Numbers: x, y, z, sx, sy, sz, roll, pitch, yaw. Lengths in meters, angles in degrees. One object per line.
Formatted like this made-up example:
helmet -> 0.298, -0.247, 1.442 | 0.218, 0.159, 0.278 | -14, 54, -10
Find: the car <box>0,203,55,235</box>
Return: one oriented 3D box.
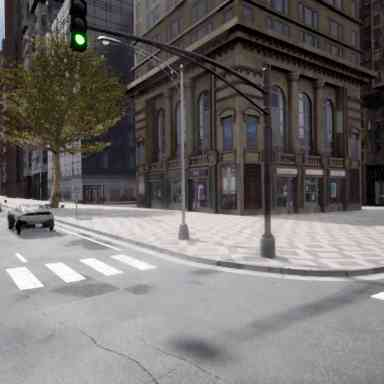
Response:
car -> -9.147, 1.445, 18.742 | 2.128, 1.511, 4.902 | -1, 1, -36
